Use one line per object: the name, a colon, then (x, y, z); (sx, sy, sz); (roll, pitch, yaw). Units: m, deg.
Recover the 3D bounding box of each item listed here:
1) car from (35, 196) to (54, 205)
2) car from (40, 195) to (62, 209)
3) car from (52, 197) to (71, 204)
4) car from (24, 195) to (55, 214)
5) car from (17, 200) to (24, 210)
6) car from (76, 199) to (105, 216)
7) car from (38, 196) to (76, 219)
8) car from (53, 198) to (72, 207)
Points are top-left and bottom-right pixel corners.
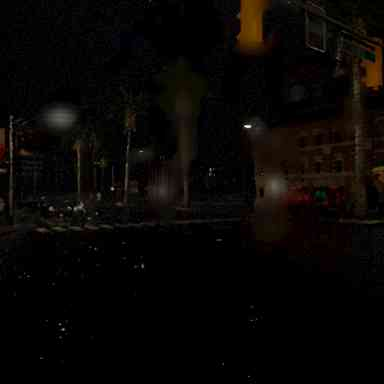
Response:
car: (-30.192, 1.645, 68.085); (4.553, 1.767, 2.097); (0, 0, 45)
car: (-22.119, 1.509, 51.902); (2.150, 2.045, 5.566); (0, 0, -34)
car: (-27.703, 1.770, 70.545); (5.008, 1.535, 1.882); (0, 0, 45)
car: (-18.299, 1.445, 39.854); (2.150, 2.045, 5.566); (0, 0, -33)
car: (-24.695, 1.883, 49.456); (1.895, 1.301, 4.718); (0, 0, -34)
car: (-10.876, 1.733, 34.987); (2.033, 1.411, 5.357); (0, 0, -34)
car: (-13.002, 1.528, 31.858); (2.097, 1.767, 4.553); (0, 0, -34)
car: (-23.475, 1.833, 60.264); (1.837, 1.490, 4.892); (0, 0, -37)
